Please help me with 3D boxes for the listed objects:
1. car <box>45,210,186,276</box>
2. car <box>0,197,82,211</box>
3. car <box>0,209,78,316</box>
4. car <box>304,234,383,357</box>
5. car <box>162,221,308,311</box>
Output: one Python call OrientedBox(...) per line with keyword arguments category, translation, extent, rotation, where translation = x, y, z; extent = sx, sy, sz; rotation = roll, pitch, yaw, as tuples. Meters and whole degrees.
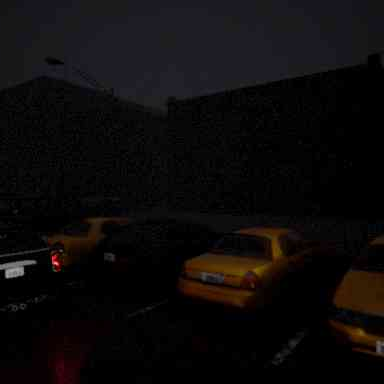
OrientedBox(category="car", translation=(-2.639, 1.475, 11.110), extent=(1.946, 1.575, 5.366), rotation=(0, 0, 36))
OrientedBox(category="car", translation=(-7.239, 1.232, 14.156), extent=(2.435, 2.045, 5.566), rotation=(0, 0, 36))
OrientedBox(category="car", translation=(-4.651, 1.350, 6.734), extent=(4.553, 1.767, 2.097), rotation=(0, 0, 36))
OrientedBox(category="car", translation=(3.860, 1.477, 5.971), extent=(1.946, 1.575, 5.366), rotation=(0, 0, 36))
OrientedBox(category="car", translation=(1.837, 1.474, 7.889), extent=(1.946, 1.575, 5.366), rotation=(0, 0, 36))
